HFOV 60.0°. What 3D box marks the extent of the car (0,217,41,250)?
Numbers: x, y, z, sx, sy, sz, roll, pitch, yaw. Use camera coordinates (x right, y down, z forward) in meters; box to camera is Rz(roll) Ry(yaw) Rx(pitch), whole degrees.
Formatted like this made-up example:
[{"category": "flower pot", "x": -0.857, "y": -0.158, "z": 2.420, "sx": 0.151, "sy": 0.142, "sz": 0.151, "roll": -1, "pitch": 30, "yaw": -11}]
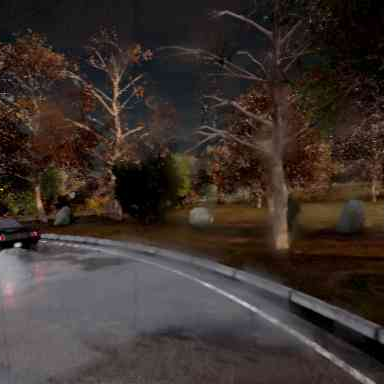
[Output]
[{"category": "car", "x": -8.328, "y": 1.677, "z": 13.375, "sx": 4.718, "sy": 1.301, "sz": 1.895, "roll": -1, "pitch": 0, "yaw": 31}]
